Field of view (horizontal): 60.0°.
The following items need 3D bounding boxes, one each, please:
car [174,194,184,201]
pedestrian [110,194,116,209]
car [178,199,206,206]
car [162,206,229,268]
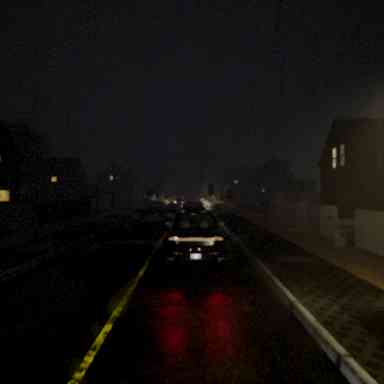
[{"bbox_3d":[-2.757,1.195,71.196,1.882,1.535,5.008,0,0,0],"label":"car"},{"bbox_3d":[-9.819,1.141,41.119,0.375,1.860,0.375,0,-3,-1],"label":"pedestrian"},{"bbox_3d":[0.095,1.421,24.313,1.994,1.385,4.181,0,0,0],"label":"car"},{"bbox_3d":[0.099,1.423,10.980,2.128,1.511,4.902,0,0,0],"label":"car"}]
